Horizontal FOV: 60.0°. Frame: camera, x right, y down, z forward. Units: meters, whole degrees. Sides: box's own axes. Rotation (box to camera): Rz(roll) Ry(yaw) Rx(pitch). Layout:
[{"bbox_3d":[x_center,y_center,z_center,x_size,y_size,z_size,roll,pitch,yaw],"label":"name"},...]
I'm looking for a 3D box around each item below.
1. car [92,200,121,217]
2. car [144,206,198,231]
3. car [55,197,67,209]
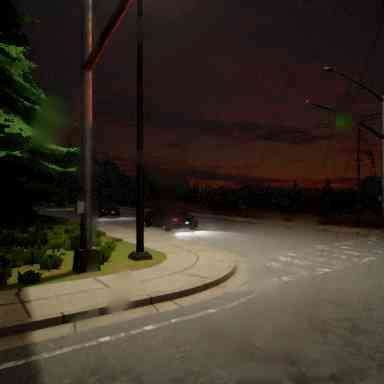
[{"bbox_3d":[-8.176,1.532,30.644,1.837,1.490,4.892,0,0,-34],"label":"car"},{"bbox_3d":[-1.405,1.591,20.710,1.994,1.385,4.181,0,0,-34],"label":"car"},{"bbox_3d":[-18.899,1.504,46.497,1.882,1.535,5.008,0,0,-34],"label":"car"}]
